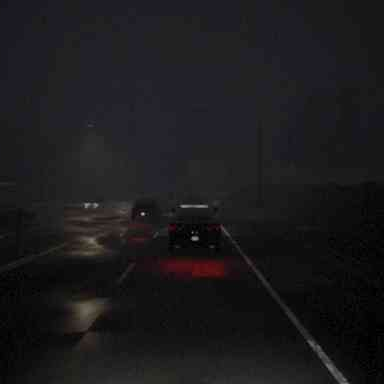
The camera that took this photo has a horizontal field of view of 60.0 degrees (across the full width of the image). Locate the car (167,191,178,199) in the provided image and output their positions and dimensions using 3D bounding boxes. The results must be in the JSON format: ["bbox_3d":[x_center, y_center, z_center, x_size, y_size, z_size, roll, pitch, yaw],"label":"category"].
[{"bbox_3d":[-3.409,0.560,58.614,1.895,1.301,4.718,0,2,0],"label":"car"}]

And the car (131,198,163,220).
[{"bbox_3d":[-3.404,1.255,25.445,1.837,1.490,4.892,0,0,0],"label":"car"}]

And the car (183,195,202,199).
[{"bbox_3d":[0.094,1.074,35.958,2.128,1.511,4.902,0,1,0],"label":"car"}]

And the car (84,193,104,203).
[{"bbox_3d":[-14.031,0.857,47.892,1.994,1.385,4.181,0,2,0],"label":"car"}]

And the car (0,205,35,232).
[{"bbox_3d":[-10.588,1.426,18.237,1.895,1.301,4.718,0,1,0],"label":"car"}]

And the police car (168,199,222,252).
[{"bbox_3d":[0.098,1.295,13.479,1.930,1.638,5.238,0,0,0],"label":"police car"}]
